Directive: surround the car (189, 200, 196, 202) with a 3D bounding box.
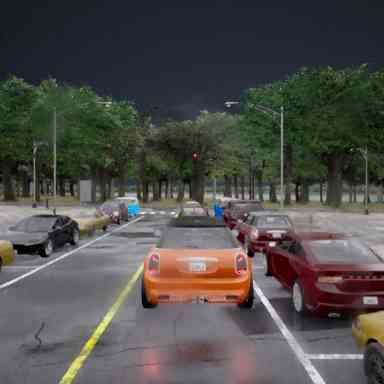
[{"bbox_3d":[0.023,1.459,27.209,1.801,1.575,5.366,0,0,1],"label":"car"}]

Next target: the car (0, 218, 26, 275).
[{"bbox_3d":[-5.758,1.525,7.217,1.752,1.417,4.829,0,0,0],"label":"car"}]

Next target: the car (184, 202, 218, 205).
[{"bbox_3d":[0.114,1.492,17.265,2.128,1.511,4.902,0,0,0],"label":"car"}]

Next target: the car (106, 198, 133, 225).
[{"bbox_3d":[-5.742,1.441,23.699,1.967,1.590,4.097,0,0,0],"label":"car"}]

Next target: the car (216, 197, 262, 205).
[{"bbox_3d":[2.778,1.316,18.253,2.192,1.841,5.009,0,0,0],"label":"car"}]

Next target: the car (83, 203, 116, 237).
[{"bbox_3d":[-5.747,1.526,18.092,1.752,1.417,4.829,0,0,0],"label":"car"}]

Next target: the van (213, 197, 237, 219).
[{"bbox_3d":[2.789,1.344,29.128,1.690,1.788,3.998,0,0,0],"label":"van"}]

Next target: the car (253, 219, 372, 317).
[{"bbox_3d":[2.768,1.544,7.378,1.887,1.381,4.507,0,0,0],"label":"car"}]

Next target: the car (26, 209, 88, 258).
[{"bbox_3d":[-5.752,1.566,12.824,1.947,1.339,4.313,0,0,0],"label":"car"}]

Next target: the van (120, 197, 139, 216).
[{"bbox_3d":[-5.737,1.344,29.137,1.690,1.788,3.998,0,0,0],"label":"van"}]

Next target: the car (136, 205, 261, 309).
[{"bbox_3d":[0.107,1.352,8.051,2.097,1.767,4.553,0,0,0],"label":"car"}]

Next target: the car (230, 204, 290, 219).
[{"bbox_3d":[2.773,1.440,12.816,1.967,1.590,4.097,0,0,0],"label":"car"}]

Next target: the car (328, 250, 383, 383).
[{"bbox_3d":[2.763,1.525,2.110,1.752,1.417,4.829,0,0,0],"label":"car"}]
